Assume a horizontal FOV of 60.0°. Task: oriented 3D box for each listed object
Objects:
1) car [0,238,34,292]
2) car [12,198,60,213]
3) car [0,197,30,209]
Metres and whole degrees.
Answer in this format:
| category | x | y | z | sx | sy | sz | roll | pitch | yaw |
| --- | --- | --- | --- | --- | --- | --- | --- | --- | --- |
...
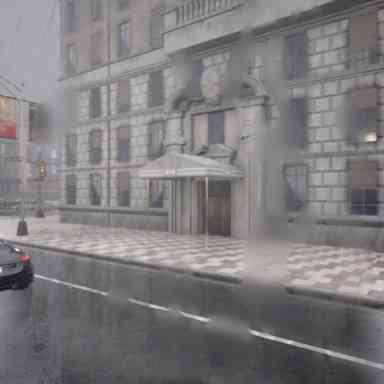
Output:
| category | x | y | z | sx | sy | sz | roll | pitch | yaw |
| --- | --- | --- | --- | --- | --- | --- | --- | --- | --- |
| car | -5.605 | 1.564 | 7.842 | 4.181 | 1.385 | 1.994 | 0 | 0 | 35 |
| car | -16.856 | 1.601 | 36.878 | 1.895 | 1.301 | 4.718 | 0 | 0 | 35 |
| car | -22.128 | 1.478 | 43.622 | 1.882 | 1.535 | 5.008 | 0 | 0 | 35 |
